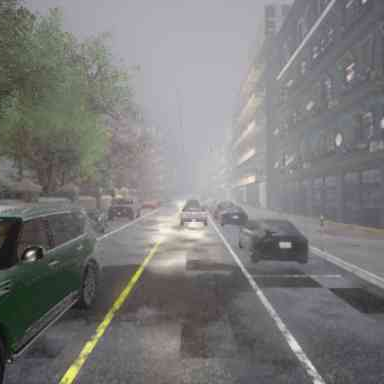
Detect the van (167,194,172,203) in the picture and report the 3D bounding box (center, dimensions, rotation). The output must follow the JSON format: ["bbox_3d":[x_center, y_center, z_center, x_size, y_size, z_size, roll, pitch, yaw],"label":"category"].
[{"bbox_3d":[-5.626,1.436,66.991,1.690,1.788,3.998,1,0,0],"label":"van"}]

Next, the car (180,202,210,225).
[{"bbox_3d":[0.121,1.635,24.573,1.895,1.301,4.718,0,0,0],"label":"car"}]

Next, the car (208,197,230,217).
[{"bbox_3d":[2.729,1.479,28.319,1.967,1.590,4.097,1,0,0],"label":"car"}]

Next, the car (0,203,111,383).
[{"bbox_3d":[-3.040,1.231,4.909,2.150,2.045,5.566,0,0,1],"label":"car"}]

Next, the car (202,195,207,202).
[{"bbox_3d":[2.742,1.502,44.890,1.967,1.590,4.097,1,0,0],"label":"car"}]

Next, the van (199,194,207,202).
[{"bbox_3d":[2.742,1.459,83.553,1.690,1.788,3.998,1,0,0],"label":"van"}]

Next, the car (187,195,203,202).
[{"bbox_3d":[0.139,1.567,46.306,1.837,1.490,4.892,0,-1,0],"label":"car"}]

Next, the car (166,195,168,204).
[{"bbox_3d":[-5.631,1.624,55.944,1.887,1.381,4.507,1,0,0],"label":"car"}]

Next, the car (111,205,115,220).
[{"bbox_3d":[-5.662,1.591,17.279,1.947,1.339,4.313,1,0,0],"label":"car"}]

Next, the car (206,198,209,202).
[{"bbox_3d":[2.731,1.591,33.842,1.887,1.381,4.507,1,0,0],"label":"car"}]

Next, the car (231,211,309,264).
[{"bbox_3d":[2.712,1.582,11.748,1.947,1.339,4.313,1,0,0],"label":"car"}]

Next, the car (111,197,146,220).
[{"bbox_3d":[-5.649,1.355,28.327,2.192,1.841,5.009,1,0,0],"label":"car"}]

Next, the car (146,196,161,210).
[{"bbox_3d":[-5.640,1.608,44.897,1.887,1.381,4.507,1,0,0],"label":"car"}]

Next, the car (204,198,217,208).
[{"bbox_3d":[2.744,1.652,50.413,1.802,1.307,4.206,1,0,0],"label":"car"}]

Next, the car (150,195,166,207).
[{"bbox_3d":[-5.631,1.386,50.420,2.192,1.841,5.009,1,0,0],"label":"car"}]

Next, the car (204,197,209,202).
[{"bbox_3d":[2.736,1.580,39.536,1.752,1.417,4.829,1,0,0],"label":"car"}]

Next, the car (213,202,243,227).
[{"bbox_3d":[2.722,1.597,22.796,1.947,1.339,4.313,1,0,0],"label":"car"}]

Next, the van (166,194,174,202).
[{"bbox_3d":[-5.571,1.461,83.562,1.690,1.788,3.998,1,0,0],"label":"van"}]
